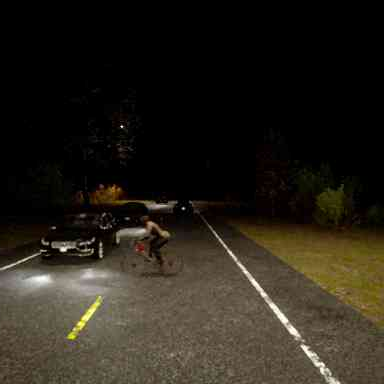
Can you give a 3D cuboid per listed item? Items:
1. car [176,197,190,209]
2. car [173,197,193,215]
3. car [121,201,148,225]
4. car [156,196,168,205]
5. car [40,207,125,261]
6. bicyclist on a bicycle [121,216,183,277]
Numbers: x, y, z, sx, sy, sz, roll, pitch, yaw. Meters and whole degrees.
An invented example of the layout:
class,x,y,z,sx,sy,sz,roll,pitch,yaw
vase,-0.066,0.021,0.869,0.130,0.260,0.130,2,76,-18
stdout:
class,x,y,z,sx,sy,sz,roll,pitch,yaw
car,-1.300,1.503,47.203,1.837,1.490,4.892,0,0,-2
car,-0.894,1.559,34.127,1.994,1.385,4.181,0,0,-2
car,-4.275,1.473,24.050,1.882,1.535,5.008,0,0,-2
car,-5.292,1.498,58.384,2.128,1.511,4.902,0,0,-1
car,-3.937,1.504,12.413,1.837,1.490,4.892,0,0,-2
bicyclist on a bicycle,-1.073,1.453,8.841,1.656,1.620,0.582,-2,0,-2
